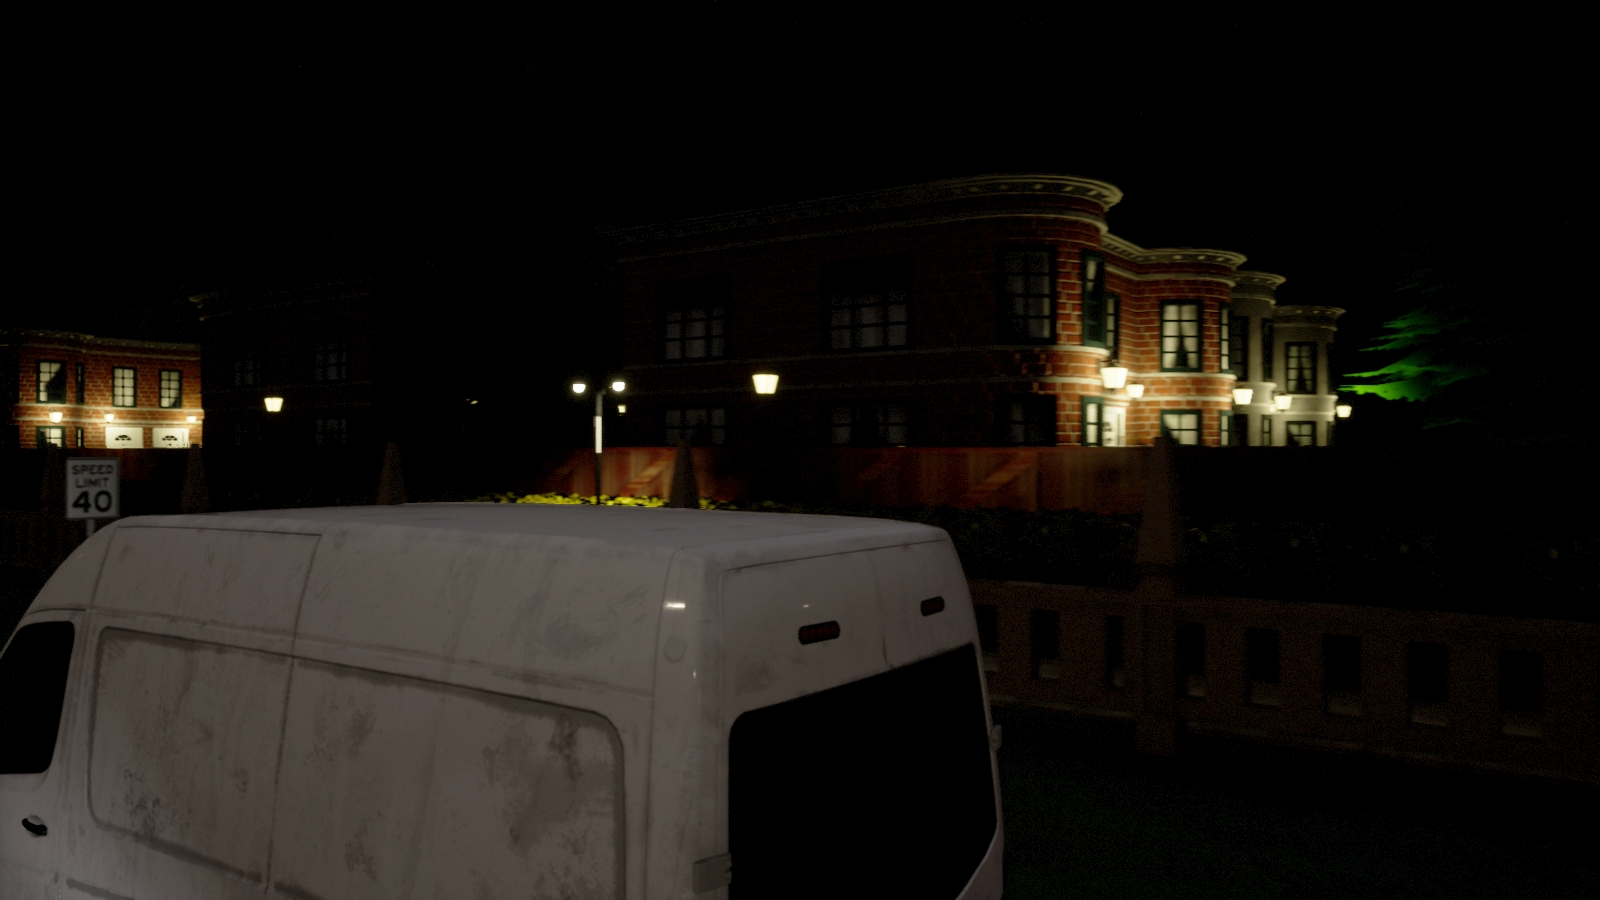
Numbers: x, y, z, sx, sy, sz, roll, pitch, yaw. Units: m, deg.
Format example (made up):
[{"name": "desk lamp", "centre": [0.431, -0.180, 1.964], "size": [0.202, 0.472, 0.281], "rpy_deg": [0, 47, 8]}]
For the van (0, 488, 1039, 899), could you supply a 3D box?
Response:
[{"name": "van", "centre": [-2.083, 1.534, 5.237], "size": [5.915, 2.561, 1.988], "rpy_deg": [0, 0, 35]}]

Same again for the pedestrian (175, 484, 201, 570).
[{"name": "pedestrian", "centre": [-13.571, 1.702, 25.333], "size": [0.375, 1.860, 0.375], "rpy_deg": [0, 0, 35]}]
